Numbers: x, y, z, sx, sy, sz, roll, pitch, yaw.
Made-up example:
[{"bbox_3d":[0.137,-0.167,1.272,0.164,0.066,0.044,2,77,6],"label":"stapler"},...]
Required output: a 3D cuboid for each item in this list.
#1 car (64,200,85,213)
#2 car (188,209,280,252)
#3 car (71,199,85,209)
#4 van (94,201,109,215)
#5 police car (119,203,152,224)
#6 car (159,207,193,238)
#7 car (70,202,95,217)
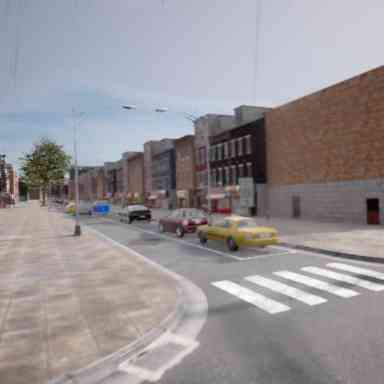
[{"bbox_3d":[-17.994,2.394,50.735,1.882,1.535,5.008,-2,0,-25],"label":"car"},{"bbox_3d":[1.770,1.647,14.588,1.752,1.417,4.829,-1,0,-25],"label":"car"},{"bbox_3d":[-23.910,2.442,69.679,2.192,1.841,5.009,-1,0,-25],"label":"car"},{"bbox_3d":[-12.205,2.056,44.567,1.690,1.788,3.998,-1,0,-25],"label":"van"},{"bbox_3d":[-5.159,1.852,29.703,1.930,1.638,5.238,-2,0,-25],"label":"police car"},{"bbox_3d":[-0.501,1.662,19.456,1.967,1.590,4.097,-1,0,-25],"label":"car"},{"bbox_3d":[-13.792,2.321,41.815,1.994,1.385,4.181,-2,0,-24],"label":"car"}]
